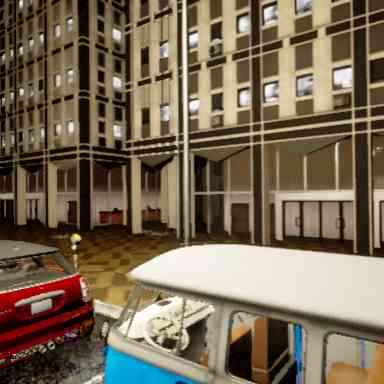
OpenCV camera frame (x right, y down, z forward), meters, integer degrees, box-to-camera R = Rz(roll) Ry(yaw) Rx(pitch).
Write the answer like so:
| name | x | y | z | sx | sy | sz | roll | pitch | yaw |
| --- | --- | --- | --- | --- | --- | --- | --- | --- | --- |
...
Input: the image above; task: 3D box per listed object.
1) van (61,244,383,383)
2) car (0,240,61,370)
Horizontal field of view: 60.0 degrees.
| name | x | y | z | sx | sy | sz | roll | pitch | yaw |
| --- | --- | --- | --- | --- | --- | --- | --- | --- | --- |
| van | 1.141 | 1.343 | 2.065 | 3.998 | 1.788 | 1.690 | -1 | -1 | 35 |
| car | -3.493 | 1.501 | 5.367 | 4.097 | 1.590 | 1.967 | -1 | -1 | 35 |
